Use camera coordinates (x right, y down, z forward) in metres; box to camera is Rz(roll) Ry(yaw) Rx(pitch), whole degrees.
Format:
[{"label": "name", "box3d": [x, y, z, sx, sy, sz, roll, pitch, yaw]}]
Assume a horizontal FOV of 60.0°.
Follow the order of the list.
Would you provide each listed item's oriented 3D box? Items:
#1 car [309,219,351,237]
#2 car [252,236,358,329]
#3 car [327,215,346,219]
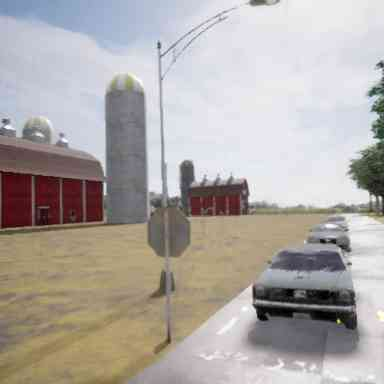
[{"label": "car", "box3d": [7.230, 2.351, 17.526, 1.994, 1.385, 4.181, -4, -4, 24]}, {"label": "car", "box3d": [2.802, 1.978, 7.926, 1.895, 1.301, 4.718, -4, -4, 23]}, {"label": "car", "box3d": [12.342, 2.771, 28.367, 1.837, 1.490, 4.892, -4, -4, 25]}]
